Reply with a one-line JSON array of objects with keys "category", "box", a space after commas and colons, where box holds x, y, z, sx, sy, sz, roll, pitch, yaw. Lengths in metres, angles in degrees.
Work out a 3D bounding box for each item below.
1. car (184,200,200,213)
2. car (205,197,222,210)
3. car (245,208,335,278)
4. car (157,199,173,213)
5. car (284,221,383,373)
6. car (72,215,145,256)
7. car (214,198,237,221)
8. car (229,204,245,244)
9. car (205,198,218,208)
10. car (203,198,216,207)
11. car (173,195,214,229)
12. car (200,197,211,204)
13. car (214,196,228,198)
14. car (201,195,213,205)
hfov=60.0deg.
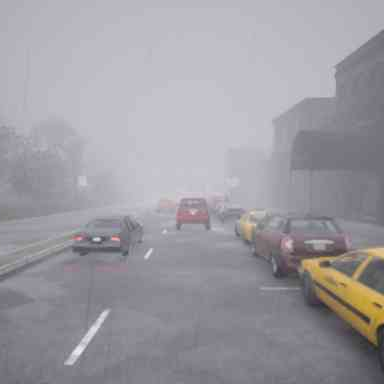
[{"category": "car", "box": [0.050, 1.743, 41.651, 1.882, 1.535, 5.008, 0, -1, 0]}, {"category": "car", "box": [3.162, 1.668, 49.329, 2.185, 1.767, 4.553, 0, 0, 0]}, {"category": "car", "box": [3.219, 1.422, 10.528, 2.185, 1.767, 4.553, 0, 0, 0]}, {"category": "car", "box": [-3.203, 1.619, 41.745, 2.097, 1.767, 4.553, 0, 0, 0]}, {"category": "car", "box": [3.220, 1.511, 5.218, 1.946, 1.575, 5.366, 0, 0, 0]}, {"category": "car", "box": [-3.163, 1.635, 13.520, 2.033, 1.411, 5.357, 0, 0, 0]}, {"category": "car", "box": [3.189, 1.689, 32.654, 2.231, 1.521, 4.892, 0, 0, 0]}, {"category": "car", "box": [3.213, 1.581, 16.270, 1.946, 1.575, 5.366, 0, 0, 0]}, {"category": "car", "box": [3.153, 1.828, 55.070, 1.946, 1.575, 5.366, 0, 0, 0]}, {"category": "car", "box": [3.198, 1.875, 61.942, 2.231, 1.521, 4.892, 0, 0, 1]}, {"category": "car", "box": [0.075, 1.368, 22.742, 2.150, 2.045, 5.566, 0, 0, 0]}, {"category": "car", "box": [3.119, 1.970, 76.853, 2.231, 1.521, 4.892, 0, 0, 0]}, {"category": "car", "box": [3.179, 1.473, 38.340, 2.435, 2.045, 5.566, 0, 0, 0]}, {"category": "car", "box": [3.128, 1.683, 71.364, 2.435, 2.045, 5.566, 0, 0, 0]}]
